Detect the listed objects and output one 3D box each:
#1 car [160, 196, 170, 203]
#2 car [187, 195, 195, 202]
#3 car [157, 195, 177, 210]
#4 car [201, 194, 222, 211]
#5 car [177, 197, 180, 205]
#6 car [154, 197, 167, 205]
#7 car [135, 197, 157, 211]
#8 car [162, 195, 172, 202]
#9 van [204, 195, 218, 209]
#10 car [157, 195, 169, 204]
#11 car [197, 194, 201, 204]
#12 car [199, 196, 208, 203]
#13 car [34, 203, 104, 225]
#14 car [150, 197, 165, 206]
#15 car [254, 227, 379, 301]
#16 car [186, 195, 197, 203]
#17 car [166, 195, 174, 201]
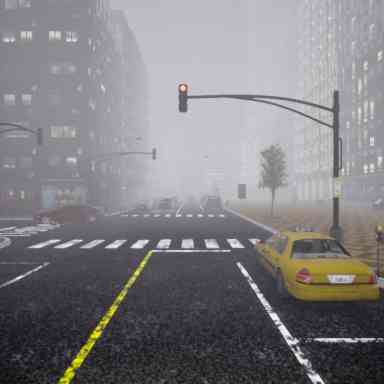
[{"bbox_3d":[-5.907,1.648,73.643,1.802,1.307,4.206,0,0,0],"label":"car"},{"bbox_3d":[-0.230,1.469,79.693,1.882,1.535,5.008,0,0,0],"label":"car"},{"bbox_3d":[-3.221,1.523,42.114,1.837,1.490,4.892,0,0,0],"label":"car"},{"bbox_3d":[2.568,1.332,40.507,2.192,1.841,5.009,0,0,0],"label":"car"},{"bbox_3d":[-3.245,1.549,60.293,1.837,1.490,4.892,0,-1,0],"label":"car"},{"bbox_3d":[-5.875,1.592,62.588,1.887,1.381,4.507,0,0,0],"label":"car"},{"bbox_3d":[-5.810,1.568,40.483,2.008,1.369,4.403,0,0,0],"label":"car"},{"bbox_3d":[-5.924,1.517,79.169,1.967,1.590,4.097,0,0,0],"label":"car"},{"bbox_3d":[2.552,1.364,46.033,1.690,1.788,3.998,0,0,0],"label":"van"},{"bbox_3d":[-5.892,1.497,68.116,1.967,1.590,4.097,0,0,0],"label":"car"},{"bbox_3d":[2.504,1.362,62.613,2.192,1.841,5.009,0,0,0],"label":"car"},{"bbox_3d":[2.473,1.611,73.667,1.887,1.381,4.507,0,0,0],"label":"car"},{"bbox_3d":[-9.280,1.601,25.334,5.008,1.535,1.882,-1,2,-23],"label":"car"},{"bbox_3d":[-5.859,1.588,57.062,2.008,1.369,4.403,0,0,0],"label":"car"},{"bbox_3d":[2.663,1.526,8.264,1.752,1.417,4.829,0,0,0],"label":"car"},{"bbox_3d":[-0.202,1.612,69.692,1.994,1.385,4.181,0,0,0],"label":"car"},{"bbox_3d":[-5.954,1.624,90.052,1.752,1.417,4.829,0,0,0],"label":"car"}]
